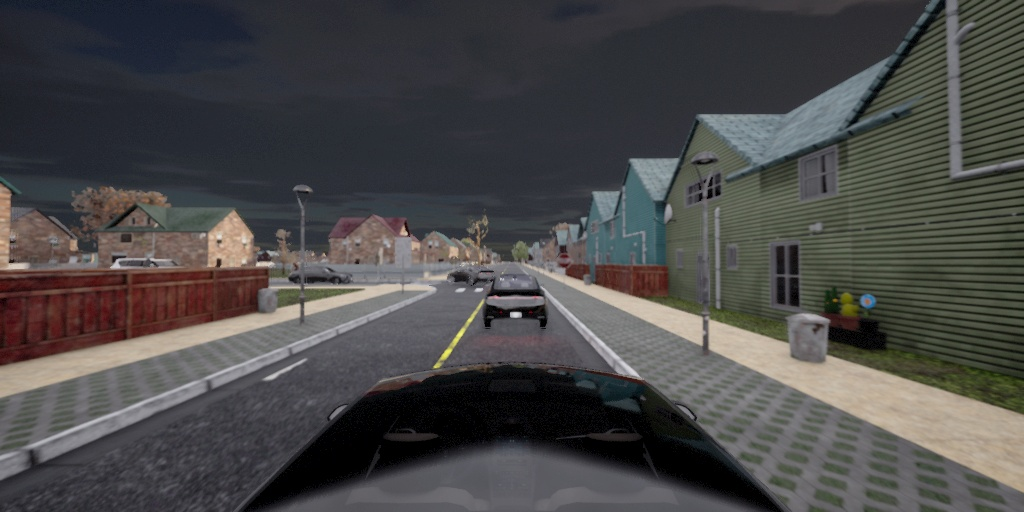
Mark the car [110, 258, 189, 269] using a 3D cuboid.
[{"bbox_3d":[-27.479,1.208,27.637,5.566,2.045,2.150,0,-1,0],"label":"car"}]

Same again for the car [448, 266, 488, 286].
[{"bbox_3d":[-3.214,1.506,28.110,2.128,1.511,4.902,1,-1,-39],"label":"car"}]

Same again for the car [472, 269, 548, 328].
[{"bbox_3d":[0.102,1.343,11.802,2.128,1.511,4.902,0,0,0],"label":"car"}]

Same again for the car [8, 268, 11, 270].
[{"bbox_3d":[-44.509,1.665,30.407,4.718,1.301,1.895,0,-1,0],"label":"car"}]

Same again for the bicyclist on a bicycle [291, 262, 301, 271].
[{"bbox_3d":[-20.203,1.413,33.540,0.582,1.620,1.656,0,-1,0],"label":"bicyclist on a bicycle"}]

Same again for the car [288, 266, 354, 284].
[{"bbox_3d":[-14.721,1.518,27.717,4.674,1.442,1.812,0,-1,0],"label":"car"}]
